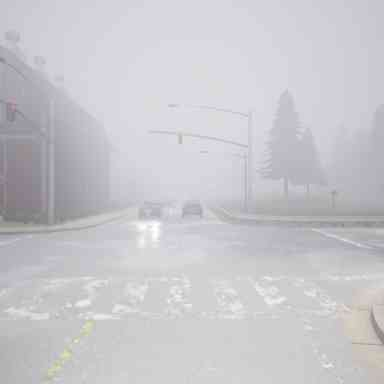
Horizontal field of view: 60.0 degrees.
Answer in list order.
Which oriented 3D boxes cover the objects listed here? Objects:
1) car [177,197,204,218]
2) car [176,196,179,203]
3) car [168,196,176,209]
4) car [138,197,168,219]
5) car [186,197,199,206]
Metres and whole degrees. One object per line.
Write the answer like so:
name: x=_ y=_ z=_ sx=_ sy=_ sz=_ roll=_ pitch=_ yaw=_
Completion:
car: x=0.024 y=1.490 z=30.452 sx=2.128 sy=1.511 sz=4.902 roll=0 pitch=0 yaw=0
car: x=-3.448 y=1.550 z=65.655 sx=1.812 sy=1.442 sz=4.674 roll=0 pitch=0 yaw=0
car: x=-3.560 y=1.502 z=46.178 sx=1.837 sy=1.490 sz=4.892 roll=0 pitch=0 yaw=0
car: x=-3.577 y=1.487 z=29.633 sx=2.128 sy=1.511 sz=4.902 roll=0 pitch=0 yaw=0
car: x=0.044 y=1.544 z=55.918 sx=2.033 sy=1.411 sz=5.357 roll=0 pitch=0 yaw=0
